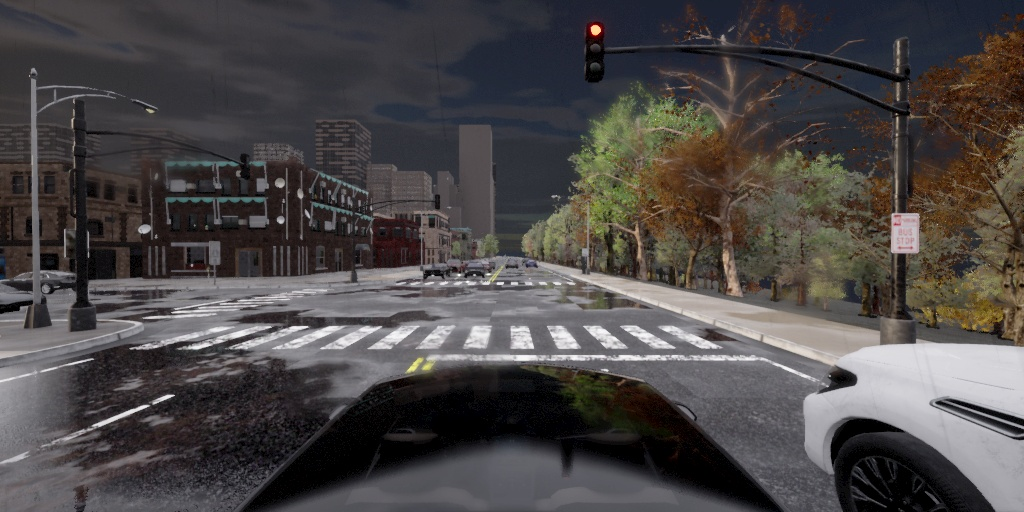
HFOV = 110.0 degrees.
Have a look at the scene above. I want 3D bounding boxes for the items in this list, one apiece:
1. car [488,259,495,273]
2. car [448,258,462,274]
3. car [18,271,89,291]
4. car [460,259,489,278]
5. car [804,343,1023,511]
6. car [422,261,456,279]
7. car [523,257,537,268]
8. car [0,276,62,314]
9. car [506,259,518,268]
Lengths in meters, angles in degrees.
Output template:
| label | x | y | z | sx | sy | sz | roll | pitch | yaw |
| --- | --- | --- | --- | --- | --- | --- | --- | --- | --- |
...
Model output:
| label | x | y | z | sx | sy | sz | roll | pitch | yaw |
| --- | --- | --- | --- | --- | --- | --- | --- | --- | --- |
| car | -3.424 | 1.261 | 43.338 | 1.812 | 1.442 | 4.674 | 0 | 0 | 0 |
| car | -6.672 | 1.088 | 41.571 | 2.097 | 1.767 | 4.553 | 0 | 0 | 0 |
| car | -28.321 | 1.560 | 21.633 | 4.403 | 1.370 | 2.007 | 0 | 0 | 0 |
| car | -3.438 | 1.287 | 33.875 | 2.033 | 1.411 | 5.357 | 0 | 0 | -4 |
| car | 3.355 | 0.972 | 0.382 | 2.150 | 2.045 | 5.566 | 0 | 0 | 0 |
| car | -6.670 | 1.341 | 32.486 | 1.895 | 1.301 | 4.718 | 0 | 0 | 0 |
| car | 3.228 | 1.255 | 60.706 | 1.812 | 1.442 | 4.674 | 0 | -1 | 0 |
| car | -19.971 | 1.565 | 13.138 | 4.313 | 1.339 | 1.948 | 0 | 0 | 0 |
| car | -0.022 | 1.291 | 60.075 | 1.994 | 1.385 | 4.181 | 0 | 0 | 0 |
